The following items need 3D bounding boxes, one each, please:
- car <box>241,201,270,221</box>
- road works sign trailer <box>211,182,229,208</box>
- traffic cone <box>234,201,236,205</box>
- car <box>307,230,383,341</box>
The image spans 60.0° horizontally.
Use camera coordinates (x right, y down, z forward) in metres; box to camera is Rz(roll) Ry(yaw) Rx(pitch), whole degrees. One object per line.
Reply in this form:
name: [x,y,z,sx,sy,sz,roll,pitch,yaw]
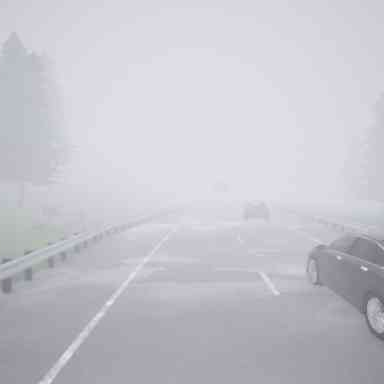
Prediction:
car: [4.991,1.441,26.457,2.128,1.511,4.902,0,0,5]
road works sign trailer: [4.037,0.367,47.106,2.380,3.560,2.880,0,0,11]
traffic cone: [6.798,1.847,53.711,0.340,0.580,0.340,0,0,11]
car: [3.746,1.496,6.440,1.837,1.490,4.892,0,0,1]
